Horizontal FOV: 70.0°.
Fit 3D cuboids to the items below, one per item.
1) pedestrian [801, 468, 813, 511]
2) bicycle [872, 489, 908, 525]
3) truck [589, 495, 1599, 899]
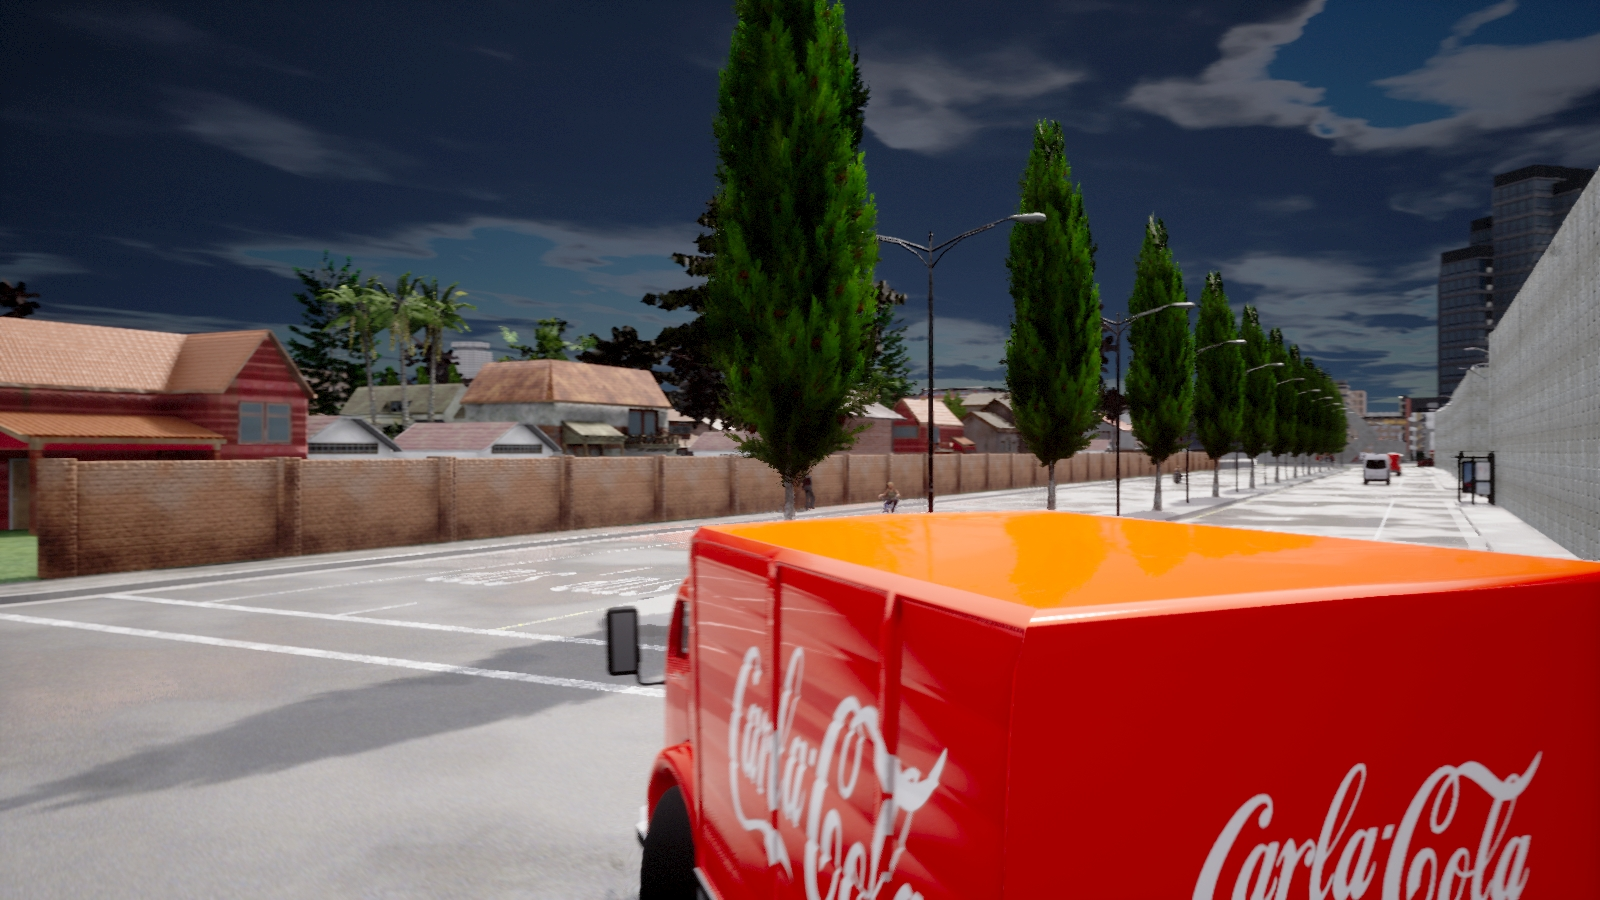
[{"bbox_3d":[0.304,1.735,50.394,0.375,1.860,0.375,0,0,27],"label":"pedestrian"},{"bbox_3d":[3.478,2.180,44.122,0.859,1.301,1.487,0,0,29],"label":"bicycle"},{"bbox_3d":[0.726,1.564,5.355,2.627,2.467,5.204,-2,0,-18],"label":"truck"}]
